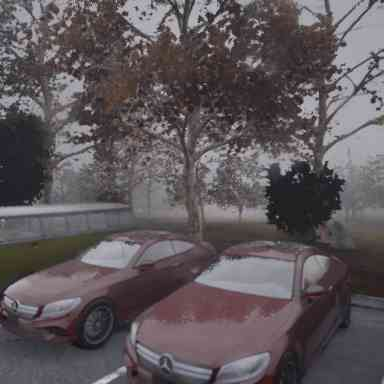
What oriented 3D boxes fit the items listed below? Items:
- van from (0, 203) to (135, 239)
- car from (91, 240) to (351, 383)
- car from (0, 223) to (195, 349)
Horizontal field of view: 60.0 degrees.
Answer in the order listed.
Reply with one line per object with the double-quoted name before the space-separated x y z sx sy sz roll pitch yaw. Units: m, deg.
"van" -3.426 1.302 8.061 1.878 1.987 4.442 -1 0 35
"car" 1.090 1.535 4.989 2.002 1.452 4.674 0 0 36
"car" -1.175 1.551 6.610 2.002 1.452 4.674 0 0 36
